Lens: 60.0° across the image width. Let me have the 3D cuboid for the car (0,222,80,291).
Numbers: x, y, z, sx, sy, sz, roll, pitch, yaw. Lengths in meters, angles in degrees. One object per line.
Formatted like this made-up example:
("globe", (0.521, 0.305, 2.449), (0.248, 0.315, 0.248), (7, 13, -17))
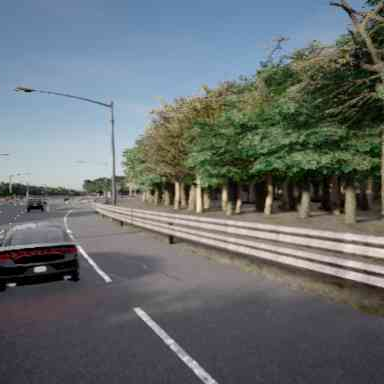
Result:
("car", (-4.531, 1.633, 9.745), (1.882, 1.535, 5.008), (-2, 0, -26))

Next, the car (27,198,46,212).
("car", (-24.269, 2.019, 51.697), (2.150, 2.045, 5.566), (-2, 0, -24))
